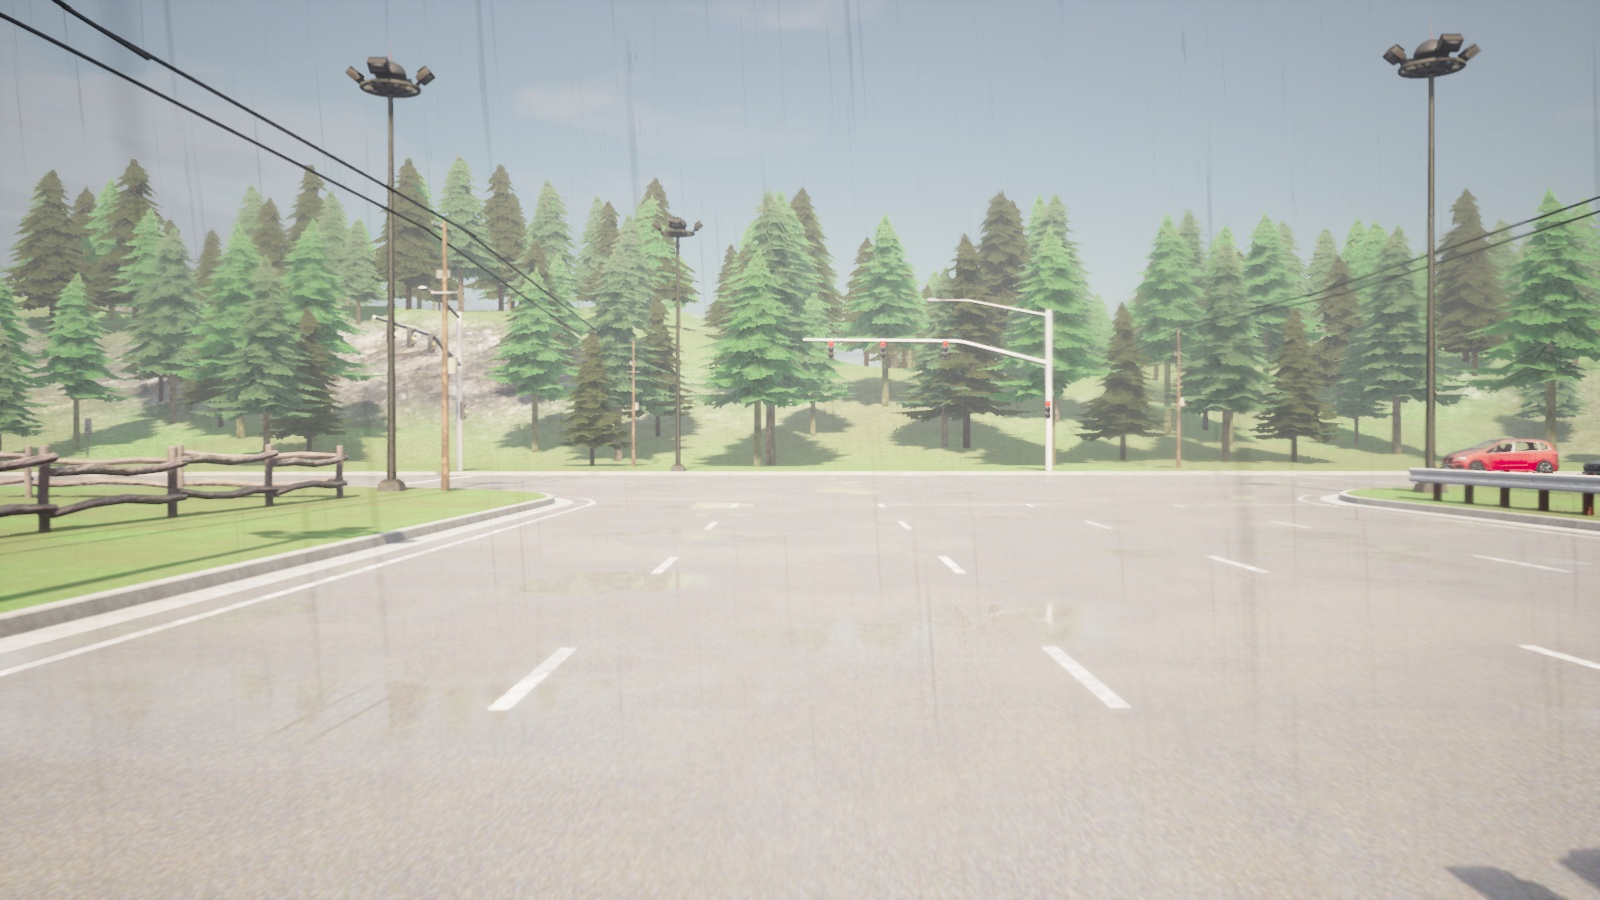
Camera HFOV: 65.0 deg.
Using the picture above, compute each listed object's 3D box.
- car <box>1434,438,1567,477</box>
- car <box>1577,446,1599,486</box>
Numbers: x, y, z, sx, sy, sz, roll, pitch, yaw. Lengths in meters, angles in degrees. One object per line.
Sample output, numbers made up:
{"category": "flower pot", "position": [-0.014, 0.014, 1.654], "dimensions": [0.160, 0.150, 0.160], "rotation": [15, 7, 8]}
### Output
{"category": "car", "position": [30.812, 0.303, 55.319], "dimensions": [4.611, 1.667, 2.242], "rotation": [0, 0, 1]}
{"category": "car", "position": [31.045, 0.565, 44.816], "dimensions": [5.357, 1.411, 2.033], "rotation": [0, 0, 1]}
